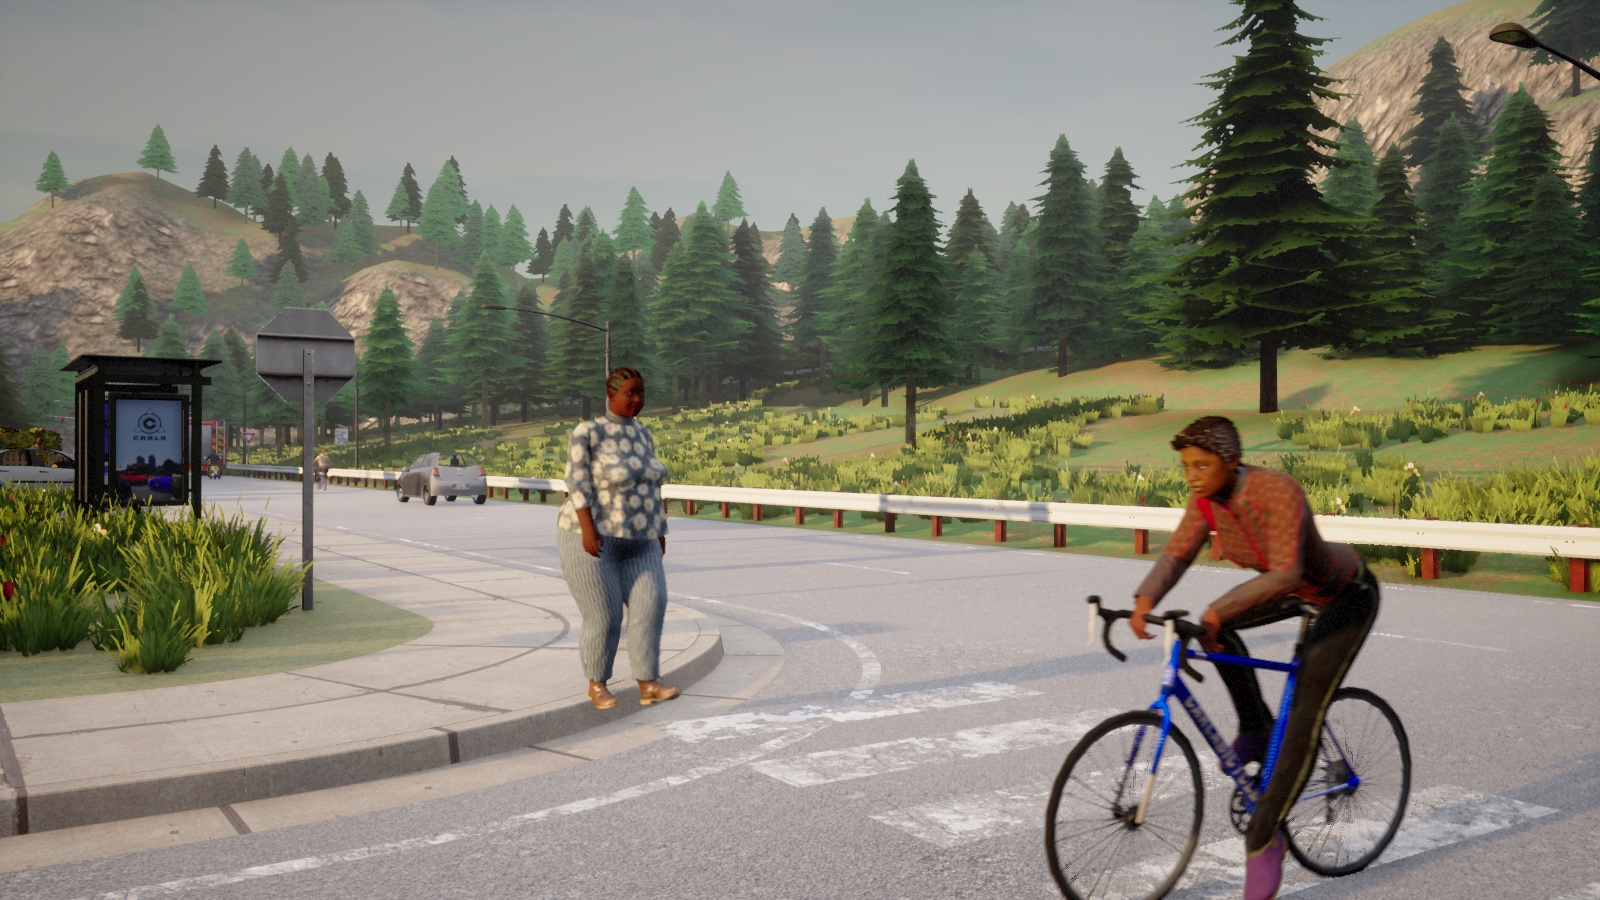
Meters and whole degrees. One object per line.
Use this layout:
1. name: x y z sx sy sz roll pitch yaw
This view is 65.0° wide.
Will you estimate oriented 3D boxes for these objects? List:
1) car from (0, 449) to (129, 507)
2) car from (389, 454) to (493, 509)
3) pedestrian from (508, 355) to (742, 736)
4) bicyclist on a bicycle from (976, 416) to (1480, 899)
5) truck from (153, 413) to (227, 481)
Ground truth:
1. car: -21.813 0.778 36.399 3.988 1.617 1.851 0 0 -35
2. car: -10.380 0.867 36.207 1.845 1.501 3.633 0 0 -34
3. pedestrian: -0.940 0.467 6.741 0.874 1.855 0.900 0 0 -45
4. bicyclist on a bicycle: 1.453 0.705 4.217 1.656 1.620 0.582 0 1 -25
5. truck: -36.887 -0.156 75.753 2.891 3.827 8.468 0 0 -34
